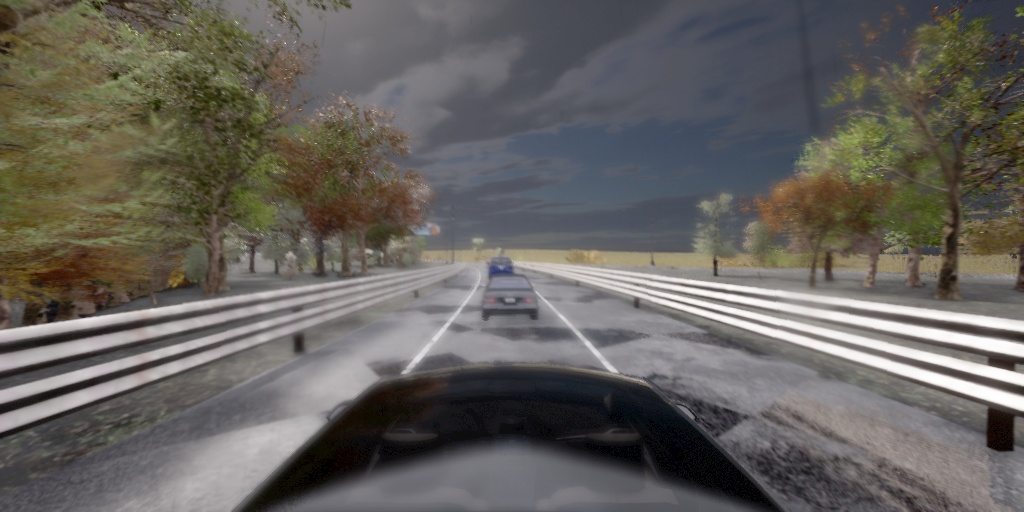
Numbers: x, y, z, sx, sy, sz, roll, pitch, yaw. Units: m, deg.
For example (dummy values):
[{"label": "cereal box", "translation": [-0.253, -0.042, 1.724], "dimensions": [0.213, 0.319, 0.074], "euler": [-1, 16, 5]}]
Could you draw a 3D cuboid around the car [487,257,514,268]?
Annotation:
[{"label": "car", "translation": [-0.999, 1.118, 31.718], "dimensions": [2.150, 2.045, 5.566], "euler": [0, 0, -4]}]

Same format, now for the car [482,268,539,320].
[{"label": "car", "translation": [-0.102, 1.349, 12.949], "dimensions": [2.033, 1.411, 5.357], "euler": [0, 0, -1]}]
